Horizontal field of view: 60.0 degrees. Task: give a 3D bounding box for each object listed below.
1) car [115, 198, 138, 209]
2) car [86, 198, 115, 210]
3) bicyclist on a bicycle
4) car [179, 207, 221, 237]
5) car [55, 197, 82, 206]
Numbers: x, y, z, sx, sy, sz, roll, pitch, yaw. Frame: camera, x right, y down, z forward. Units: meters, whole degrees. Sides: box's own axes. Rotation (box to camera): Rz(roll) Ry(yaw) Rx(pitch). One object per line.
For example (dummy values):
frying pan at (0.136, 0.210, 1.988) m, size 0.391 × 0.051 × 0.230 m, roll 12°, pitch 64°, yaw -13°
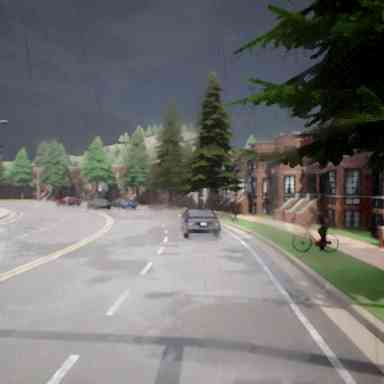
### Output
car at (-8.831, 1.435, 42.800) m, size 2.033 × 1.411 × 5.357 m, roll 1°, pitch 0°, yaw -34°
car at (-11.312, 1.425, 40.234) m, size 1.994 × 1.385 × 4.181 m, roll 1°, pitch 0°, yaw -34°
bicyclist on a bicycle at (4.425, 1.348, 11.861) m, size 1.656 × 1.620 × 0.582 m, roll 0°, pitch 0°, yaw 2°
car at (0.327, 1.545, 18.046) m, size 2.033 × 1.411 × 5.357 m, roll 1°, pitch 0°, yaw -5°
car at (-17.872, 1.387, 48.025) m, size 4.718 × 1.301 × 1.895 m, roll 1°, pitch 0°, yaw 43°
